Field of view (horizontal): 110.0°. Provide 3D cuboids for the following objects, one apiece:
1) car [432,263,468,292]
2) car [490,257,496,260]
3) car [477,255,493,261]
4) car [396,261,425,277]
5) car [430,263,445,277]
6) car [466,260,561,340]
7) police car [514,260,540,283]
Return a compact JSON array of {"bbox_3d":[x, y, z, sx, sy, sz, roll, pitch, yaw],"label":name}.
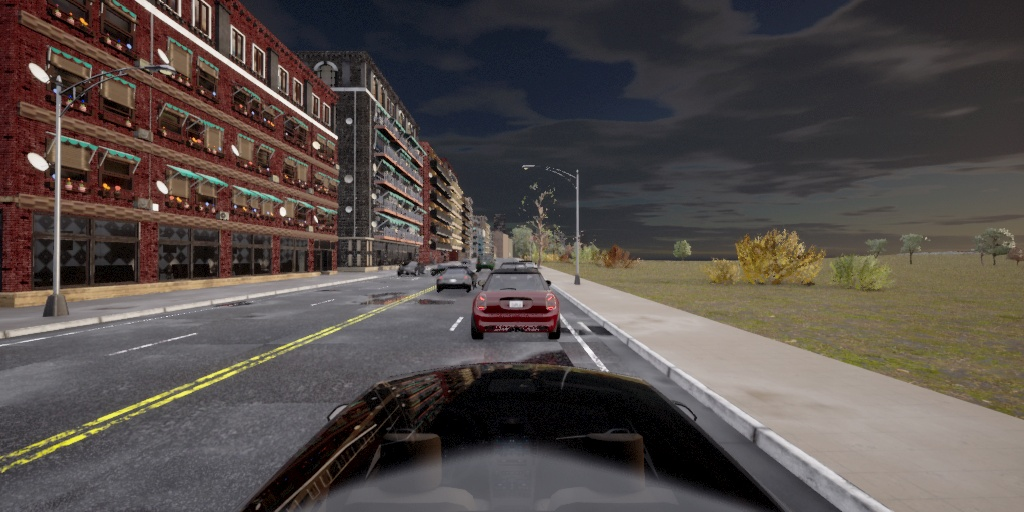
[{"bbox_3d":[-3.170,1.316,21.288,1.994,1.385,4.181,0,0,0],"label":"car"},{"bbox_3d":[0.084,1.105,19.880,2.097,1.767,4.553,0,0,0],"label":"car"},{"bbox_3d":[-3.193,0.967,44.222,2.150,2.045,5.566,0,-1,0],"label":"car"},{"bbox_3d":[-9.886,1.258,35.389,1.837,1.490,4.892,0,0,0],"label":"car"},{"bbox_3d":[-6.634,1.354,34.968,1.895,1.301,4.718,0,0,0],"label":"car"},{"bbox_3d":[0.083,1.103,10.179,2.097,1.767,4.553,0,0,0],"label":"car"},{"bbox_3d":[1.109,1.179,29.446,1.930,1.638,5.238,0,0,0],"label":"police car"}]
